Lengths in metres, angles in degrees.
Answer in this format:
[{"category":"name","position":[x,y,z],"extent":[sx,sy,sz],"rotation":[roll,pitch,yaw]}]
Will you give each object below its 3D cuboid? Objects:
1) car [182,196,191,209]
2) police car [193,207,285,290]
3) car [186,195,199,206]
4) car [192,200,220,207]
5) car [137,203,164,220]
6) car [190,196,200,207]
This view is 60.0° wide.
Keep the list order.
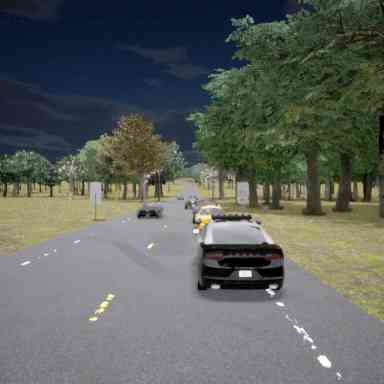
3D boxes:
[{"category":"car","position":[0.109,1.416,46.029],"extent":[2.097,1.767,4.553],"rotation":[0,0,1]},{"category":"police car","position":[1.064,1.424,9.192],"extent":[1.930,1.638,5.238],"rotation":[0,0,0]},{"category":"car","position":[0.104,1.480,58.606],"extent":[2.097,1.767,4.553],"rotation":[0,0,0]},{"category":"car","position":[1.083,1.460,19.275],"extent":[1.801,1.575,5.366],"rotation":[0,0,0]},{"category":"car","position":[-3.551,1.615,28.773],"extent":[1.895,1.301,4.718],"rotation":[0,0,0]},{"category":"car","position":[1.091,1.361,25.061],"extent":[2.097,1.767,4.553],"rotation":[0,0,0]}]
